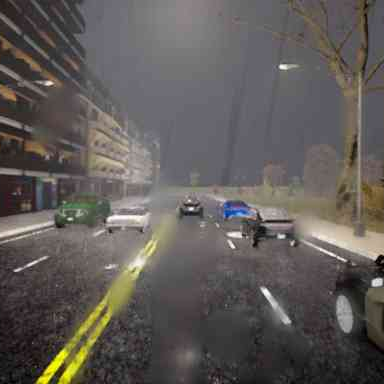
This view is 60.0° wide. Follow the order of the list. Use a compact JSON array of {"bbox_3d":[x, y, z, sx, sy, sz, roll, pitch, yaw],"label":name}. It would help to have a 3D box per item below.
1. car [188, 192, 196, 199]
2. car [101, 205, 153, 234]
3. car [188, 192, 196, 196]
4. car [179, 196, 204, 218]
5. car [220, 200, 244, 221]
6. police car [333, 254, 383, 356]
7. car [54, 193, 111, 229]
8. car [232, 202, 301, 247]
[{"bbox_3d":[-0.028,0.829,83.736,2.097,1.767,4.553,0,0,0],"label":"car"},{"bbox_3d":[-3.356,1.485,18.586,1.895,1.301,4.718,0,0,0],"label":"car"},{"bbox_3d":[0.031,1.134,65.944,2.033,1.411,5.357,0,0,0],"label":"car"},{"bbox_3d":[-0.046,1.330,27.927,2.163,1.488,4.792,0,0,0],"label":"car"},{"bbox_3d":[3.242,1.319,25.500,1.882,1.535,5.008,0,0,0],"label":"car"},{"bbox_3d":[3.250,1.403,3.609,1.930,1.638,5.238,0,0,0],"label":"police car"},{"bbox_3d":[-6.605,1.091,20.802,2.150,2.045,5.566,0,0,0],"label":"car"},{"bbox_3d":[3.246,1.402,14.500,2.128,1.511,4.902,0,0,0],"label":"car"}]
